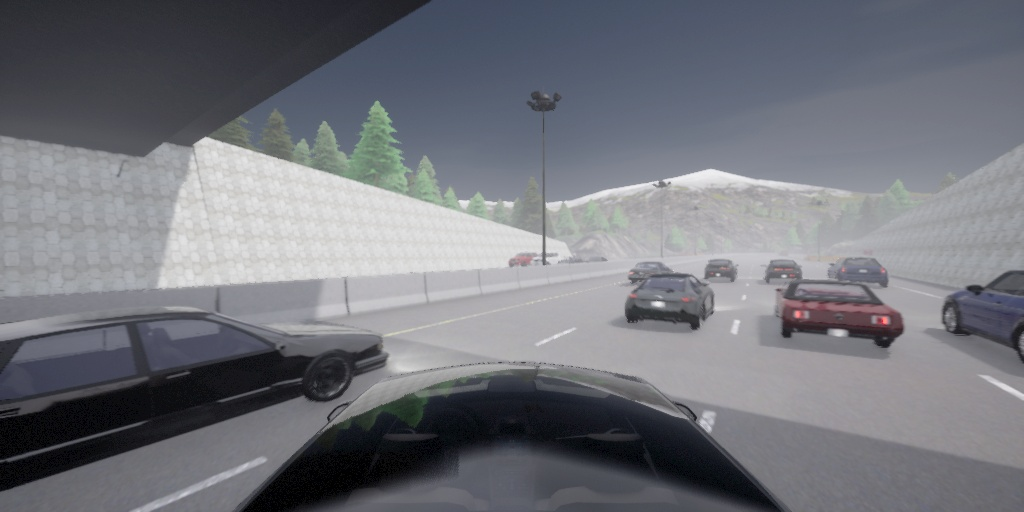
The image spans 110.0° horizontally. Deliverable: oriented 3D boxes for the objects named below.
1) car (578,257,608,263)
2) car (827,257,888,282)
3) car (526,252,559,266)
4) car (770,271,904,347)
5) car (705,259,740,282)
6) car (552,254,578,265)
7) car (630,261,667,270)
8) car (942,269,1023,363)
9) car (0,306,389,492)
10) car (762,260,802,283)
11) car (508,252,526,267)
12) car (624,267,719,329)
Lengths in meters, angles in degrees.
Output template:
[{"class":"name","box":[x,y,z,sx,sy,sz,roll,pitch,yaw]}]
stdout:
[{"class":"car","box":[10.277,0.826,43.835,1.837,1.490,4.892,0,0,34]},{"class":"car","box":[20.671,0.831,21.638,2.097,1.767,4.553,0,1,34]},{"class":"car","box":[4.604,0.510,47.936,2.150,2.045,5.566,0,1,34]},{"class":"car","box":[7.872,1.249,9.108,1.895,1.301,4.718,0,1,34]},{"class":"car","box":[15.059,0.966,25.834,1.837,1.490,4.892,0,1,34]},{"class":"car","box":[7.533,0.803,46.020,2.128,1.511,4.902,0,1,34]},{"class":"car","box":[9.079,1.056,23.286,2.033,1.411,5.357,0,1,34]},{"class":"car","box":[10.581,1.011,6.869,2.097,1.767,4.553,0,1,34]},{"class":"car","box":[-4.115,1.292,3.972,2.033,1.411,5.357,0,1,34]},{"class":"car","box":[17.956,0.973,23.871,1.837,1.490,4.892,0,1,34]},{"class":"car","box":[1.715,0.503,49.913,2.150,2.045,5.566,0,1,34]},{"class":"car","box":[4.941,1.206,11.023,1.994,1.385,4.181,0,1,34]}]
